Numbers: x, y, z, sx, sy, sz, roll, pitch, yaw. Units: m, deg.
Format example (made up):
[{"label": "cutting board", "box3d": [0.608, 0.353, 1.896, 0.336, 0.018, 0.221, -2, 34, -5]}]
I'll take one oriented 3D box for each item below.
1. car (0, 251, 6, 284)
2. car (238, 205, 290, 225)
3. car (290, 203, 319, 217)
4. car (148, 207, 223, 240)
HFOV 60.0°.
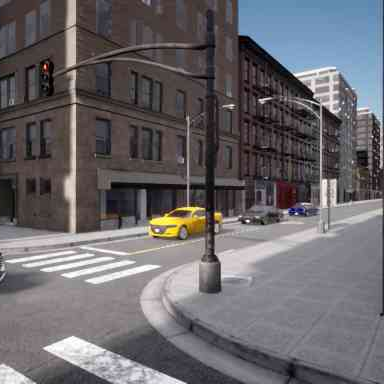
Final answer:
[{"label": "car", "box3d": [-6.633, 1.525, 6.872, 4.892, 1.490, 1.837, 0, 3, -23]}, {"label": "car", "box3d": [5.527, 1.704, 25.953, 2.033, 1.411, 5.357, 0, 0, 35]}, {"label": "car", "box3d": [11.515, 1.816, 34.333, 1.895, 1.301, 4.718, 0, 0, 36]}, {"label": "car", "box3d": [-0.214, 1.576, 17.895, 1.882, 1.535, 5.008, 0, 0, 35]}]
